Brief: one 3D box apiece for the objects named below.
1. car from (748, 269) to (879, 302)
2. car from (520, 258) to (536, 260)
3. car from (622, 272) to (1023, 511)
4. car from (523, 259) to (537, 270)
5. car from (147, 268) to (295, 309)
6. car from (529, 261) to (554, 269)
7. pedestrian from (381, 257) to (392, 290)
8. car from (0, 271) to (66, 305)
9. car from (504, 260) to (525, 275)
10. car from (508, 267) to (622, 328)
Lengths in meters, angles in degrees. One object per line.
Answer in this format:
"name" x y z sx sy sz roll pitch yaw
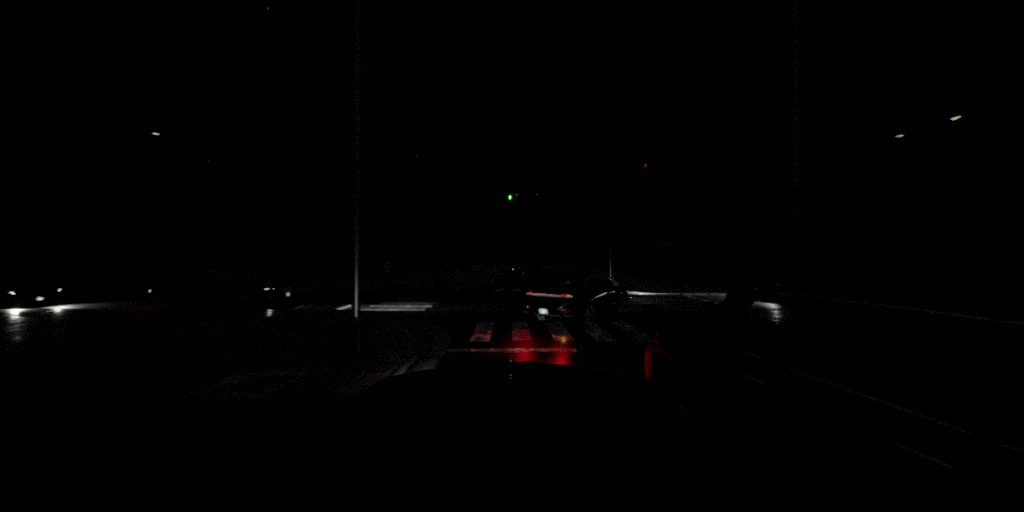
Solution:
"car" 14.144 1.349 17.034 4.674 1.442 1.812 0 -1 2
"car" 2.651 1.205 50.605 2.192 1.841 5.009 0 0 0
"car" 2.638 1.066 2.427 2.192 1.841 5.009 0 0 0
"car" 2.650 1.414 45.167 1.888 1.381 4.507 0 0 0
"car" -11.185 1.231 14.007 4.902 1.511 2.128 0 -1 0
"car" 2.646 1.359 28.856 1.888 1.381 4.507 0 0 0
"pedestrian" -6.913 0.964 19.883 0.375 1.860 0.375 0 -1 0
"car" -21.010 1.274 13.974 5.357 1.411 2.033 0 -1 0
"car" 0.110 1.416 40.760 1.994 1.385 4.181 0 0 0
"car" 2.239 1.253 11.568 2.128 1.511 4.902 0 0 35
